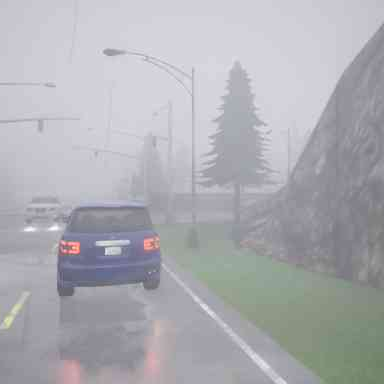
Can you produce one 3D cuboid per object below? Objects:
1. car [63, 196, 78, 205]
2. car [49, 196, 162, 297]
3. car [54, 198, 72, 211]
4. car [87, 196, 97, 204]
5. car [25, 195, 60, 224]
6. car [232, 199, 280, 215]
[{"bbox_3d":[-21.117,1.493,57.848,2.128,1.511,4.902,0,0,-17],"label":"car"},{"bbox_3d":[-2.280,1.221,8.946,2.150,2.045,5.566,0,0,-17],"label":"car"},{"bbox_3d":[-16.157,1.525,41.702,1.812,1.442,4.674,0,0,-17],"label":"car"},{"bbox_3d":[-19.446,1.526,64.551,1.812,1.442,4.674,0,0,-17],"label":"car"},{"bbox_3d":[-11.198,1.221,25.519,2.150,2.045,5.566,0,0,-17],"label":"car"},{"bbox_3d":[6.403,1.505,33.334,4.892,1.490,1.837,0,0,-18],"label":"car"}]
